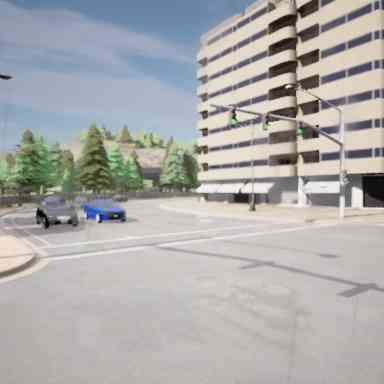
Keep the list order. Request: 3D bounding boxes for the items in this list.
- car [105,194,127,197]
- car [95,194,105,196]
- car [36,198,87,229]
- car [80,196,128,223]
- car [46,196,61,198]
[{"bbox_3d":[-12.474,1.110,56.672,1.812,1.442,4.674,0,1,14],"label":"car"},{"bbox_3d":[-15.867,1.142,57.531,1.837,1.490,4.892,0,1,14],"label":"car"},{"bbox_3d":[-8.378,1.338,20.503,2.128,1.511,4.902,-1,1,-32],"label":"car"},{"bbox_3d":[-6.249,1.279,23.614,1.882,1.535,5.008,-1,1,-32],"label":"car"},{"bbox_3d":[-16.319,1.227,38.959,1.882,1.535,5.008,-1,1,-9],"label":"car"}]
